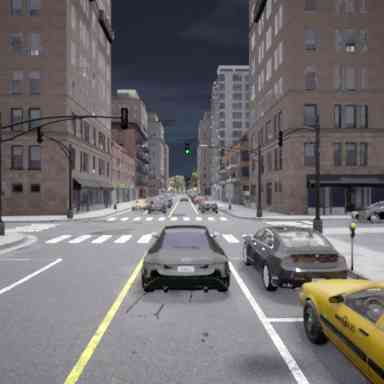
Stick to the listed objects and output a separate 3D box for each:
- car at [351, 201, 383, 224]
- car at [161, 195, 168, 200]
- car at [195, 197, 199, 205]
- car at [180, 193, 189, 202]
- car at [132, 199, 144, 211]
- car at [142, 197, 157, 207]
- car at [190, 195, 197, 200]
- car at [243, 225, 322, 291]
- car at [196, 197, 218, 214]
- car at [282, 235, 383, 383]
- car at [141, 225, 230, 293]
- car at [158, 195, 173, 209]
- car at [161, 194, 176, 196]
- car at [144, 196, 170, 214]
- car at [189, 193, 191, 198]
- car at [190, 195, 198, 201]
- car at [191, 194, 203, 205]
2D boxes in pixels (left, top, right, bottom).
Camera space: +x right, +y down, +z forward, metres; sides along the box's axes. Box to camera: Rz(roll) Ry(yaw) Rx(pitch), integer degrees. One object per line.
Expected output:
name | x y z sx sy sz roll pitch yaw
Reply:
car | 13.957 1.400 23.727 4.902 1.511 2.128 0 0 -3
car | -7.555 1.559 92.272 1.802 1.307 4.206 0 0 -1
car | 1.684 1.577 41.347 1.802 1.307 4.206 0 0 -1
car | -1.759 1.579 75.500 1.895 1.301 4.718 0 0 -1
car | -6.334 1.520 40.985 1.752 1.417 4.829 0 0 -1
car | -6.609 1.558 52.514 1.947 1.339 4.313 0 0 -1
car | 0.464 1.502 92.638 1.752 1.417 4.829 0 0 -1
car | 2.461 1.550 8.799 2.008 1.369 4.403 0 0 -1
car | 1.820 1.547 35.667 2.008 1.369 4.403 0 0 -1
car | 2.591 1.525 3.564 1.752 1.417 4.829 0 0 -1
car | -0.176 1.563 8.880 1.994 1.385 4.181 0 0 -2
car | -3.901 1.558 45.829 1.994 1.385 4.181 0 0 -2
car | -4.146 1.538 56.194 2.033 1.411 5.357 0 0 -2
car | -3.664 1.501 35.925 1.837 1.490 4.892 0 0 -1
car | 1.009 1.300 69.748 2.192 1.841 5.009 0 0 -1
car | 0.603 1.545 86.788 1.947 1.339 4.313 0 0 -1
car | 1.279 1.430 58.388 1.967 1.590 4.097 0 0 -1
